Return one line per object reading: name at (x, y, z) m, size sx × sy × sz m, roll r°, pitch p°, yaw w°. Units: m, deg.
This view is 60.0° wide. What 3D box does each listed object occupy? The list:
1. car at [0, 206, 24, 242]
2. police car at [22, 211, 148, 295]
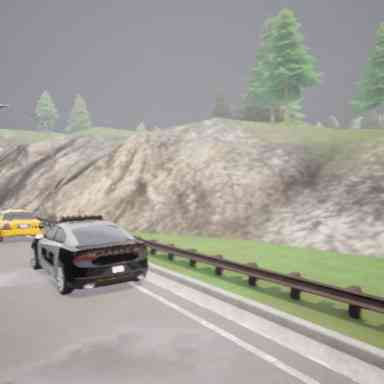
car at (-9.369, 1.577, 17.307) m, size 1.801 × 1.575 × 5.366 m, roll -1°, pitch 0°, yaw -40°
police car at (-3.074, 1.455, 9.172) m, size 1.930 × 1.638 × 5.238 m, roll -1°, pitch 0°, yaw -36°
